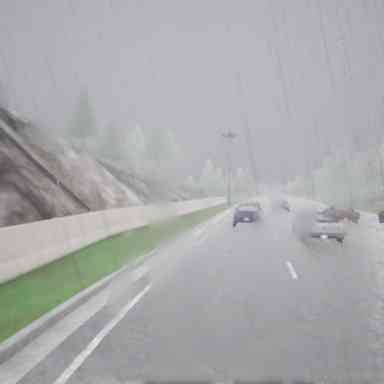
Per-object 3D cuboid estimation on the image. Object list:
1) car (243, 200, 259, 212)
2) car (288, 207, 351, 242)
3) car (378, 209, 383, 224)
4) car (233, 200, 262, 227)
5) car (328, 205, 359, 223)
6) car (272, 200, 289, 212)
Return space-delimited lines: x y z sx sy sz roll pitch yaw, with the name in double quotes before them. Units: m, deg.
"car" 7.414 1.664 41.440 1.895 1.301 4.718 0 0 11
"car" 6.168 1.647 16.652 1.895 1.301 4.718 0 0 11
"car" 14.537 1.630 23.088 1.812 1.442 4.674 0 0 11
"car" 3.895 1.559 23.340 1.812 1.442 4.674 0 0 11
"car" 11.605 1.687 26.368 1.895 1.301 4.718 0 0 11
"car" 10.857 1.633 40.810 2.033 1.411 5.357 0 0 11
